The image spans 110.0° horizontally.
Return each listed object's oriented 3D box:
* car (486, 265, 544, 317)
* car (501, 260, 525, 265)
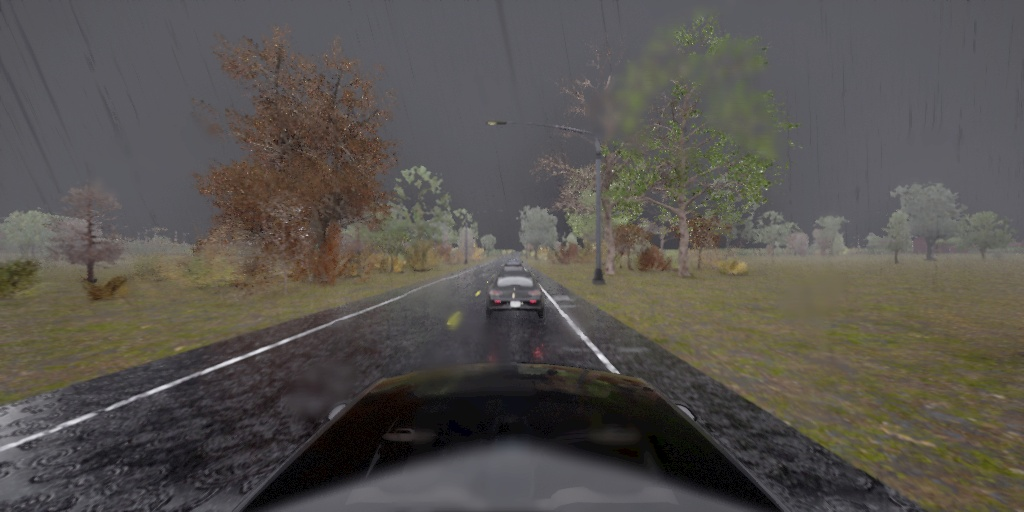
[{"bbox_3d":[0.101,1.228,12.757,1.812,1.442,4.674,0,0,0],"label":"car"},{"bbox_3d":[0.102,1.104,31.309,2.128,1.511,4.902,0,0,0],"label":"car"}]
